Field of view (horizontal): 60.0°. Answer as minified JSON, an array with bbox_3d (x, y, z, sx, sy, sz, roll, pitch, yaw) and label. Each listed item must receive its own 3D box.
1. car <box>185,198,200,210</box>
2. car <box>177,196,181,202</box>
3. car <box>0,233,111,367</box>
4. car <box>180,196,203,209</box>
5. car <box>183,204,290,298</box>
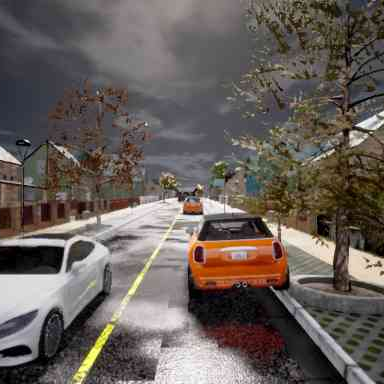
[{"bbox_3d":[0.084,1.637,45.932,2.033,1.411,5.357,0,0,1],"label":"car"},{"bbox_3d":[-2.635,1.729,83.820,1.882,1.535,5.008,0,0,0],"label":"car"},{"bbox_3d":[-2.743,1.533,5.981,1.812,1.442,4.674,0,0,0],"label":"car"},{"bbox_3d":[0.122,1.414,36.151,2.097,1.767,4.553,0,0,0],"label":"car"},{"bbox_3d":[0.933,1.312,8.719,2.097,1.767,4.553,-3,-1,0],"label":"car"}]
